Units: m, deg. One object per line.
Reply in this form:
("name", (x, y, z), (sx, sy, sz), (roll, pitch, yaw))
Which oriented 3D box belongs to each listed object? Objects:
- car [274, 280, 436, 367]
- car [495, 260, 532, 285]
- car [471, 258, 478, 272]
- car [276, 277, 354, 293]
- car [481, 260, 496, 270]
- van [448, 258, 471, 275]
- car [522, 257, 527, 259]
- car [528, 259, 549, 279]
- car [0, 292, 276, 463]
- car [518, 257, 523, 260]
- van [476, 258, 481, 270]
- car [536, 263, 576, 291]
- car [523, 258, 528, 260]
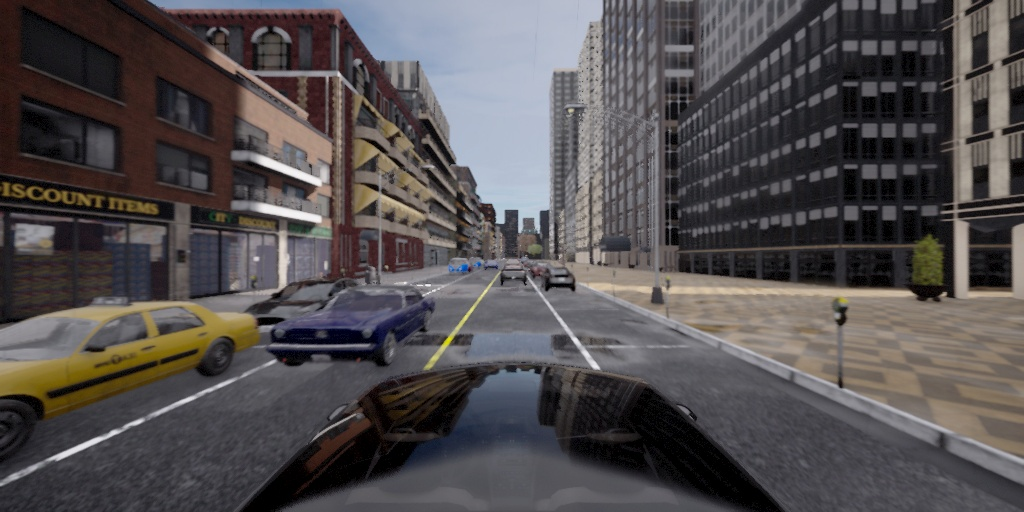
("car", (-3.101, 1.351, 8.033), (1.895, 1.301, 4.718), (0, 0, 0))
("car", (0.106, 1.249, 26.293), (2.128, 1.511, 4.902), (0, 0, 0))
("car", (-5.679, 1.318, 43.659), (1.888, 1.381, 4.507), (0, 0, 0))
("car", (-5.688, 1.317, 10.521), (1.948, 1.339, 4.313), (0, 0, 0))
("car", (-2.988, 1.300, 52.094), (1.882, 1.535, 5.008), (0, 0, 0))
("van", (-5.681, 1.109, 38.136), (1.690, 1.789, 3.998), (0, 0, 0))
("car", (2.705, 1.222, 54.700), (1.967, 1.591, 4.097), (0, 0, 0))
("car", (2.699, 1.203, 32.609), (1.967, 1.591, 4.097), (0, 0, 0))
("car", (-5.689, 1.276, 4.829), (1.751, 1.417, 4.829), (0, 0, 0))
("car", (0.111, 1.251, 45.359), (1.882, 1.535, 5.008), (0, 0, 0))
("van", (-5.676, 1.124, 54.703), (1.690, 1.789, 3.998), (0, 0, 0))
("car", (2.696, 1.321, 21.564), (1.948, 1.339, 4.313), (0, 0, 0))
("car", (2.702, 1.322, 43.656), (2.007, 1.370, 4.403), (0, 0, 0))
